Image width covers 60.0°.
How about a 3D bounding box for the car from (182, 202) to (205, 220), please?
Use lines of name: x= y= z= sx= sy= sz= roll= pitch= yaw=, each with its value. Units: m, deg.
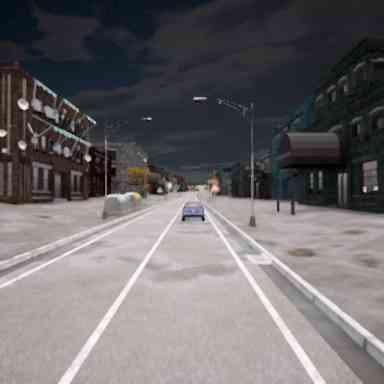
car: x=0.105 y=1.527 z=27.823 sx=2.033 sy=1.411 sz=5.357 roll=0 pitch=0 yaw=0
